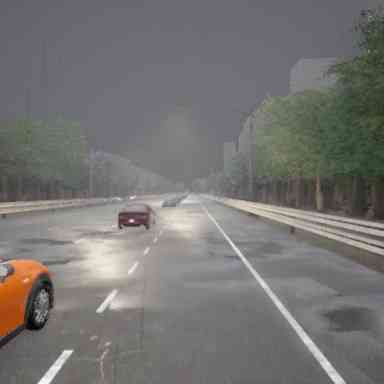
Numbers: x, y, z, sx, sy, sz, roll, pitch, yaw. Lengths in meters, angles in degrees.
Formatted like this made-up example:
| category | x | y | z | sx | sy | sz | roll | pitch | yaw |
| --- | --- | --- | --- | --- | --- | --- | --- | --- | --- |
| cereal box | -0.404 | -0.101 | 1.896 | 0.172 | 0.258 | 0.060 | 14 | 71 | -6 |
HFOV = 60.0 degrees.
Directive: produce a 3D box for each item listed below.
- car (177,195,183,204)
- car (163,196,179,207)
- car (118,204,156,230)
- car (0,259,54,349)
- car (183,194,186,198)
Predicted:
| category | x | y | z | sx | sy | sz | roll | pitch | yaw |
| --- | --- | --- | --- | --- | --- | --- | --- | --- | --- |
| car | -3.493 | 1.745 | 68.847 | 1.994 | 1.385 | 4.181 | 0 | 0 | 0 |
| car | -3.495 | 1.695 | 52.846 | 1.994 | 1.385 | 4.181 | 0 | 0 | 0 |
| car | -3.498 | 1.527 | 21.735 | 1.882 | 1.535 | 5.008 | 0 | 0 | 0 |
| car | -3.501 | 1.361 | 4.074 | 2.097 | 1.767 | 4.553 | 0 | 0 | 0 |
| car | -3.489 | 1.641 | 92.516 | 2.097 | 1.767 | 4.553 | 0 | 0 | 0 |
